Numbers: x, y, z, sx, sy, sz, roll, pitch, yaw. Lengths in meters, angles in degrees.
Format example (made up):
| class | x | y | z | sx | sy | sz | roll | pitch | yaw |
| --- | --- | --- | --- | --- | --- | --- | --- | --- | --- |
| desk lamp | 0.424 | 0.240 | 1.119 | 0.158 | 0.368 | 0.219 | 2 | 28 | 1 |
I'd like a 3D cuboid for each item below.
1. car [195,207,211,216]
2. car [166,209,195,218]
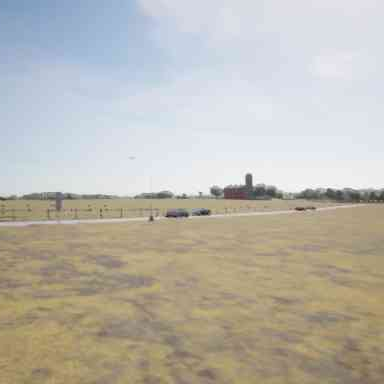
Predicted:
| class | x | y | z | sx | sy | sz | roll | pitch | yaw |
| --- | --- | --- | --- | --- | --- | --- | --- | --- | --- |
| car | 1.537 | 3.471 | 58.838 | 2.128 | 1.511 | 4.902 | -1 | -3 | 35 |
| car | -1.974 | 3.126 | 49.065 | 1.994 | 1.385 | 4.181 | -1 | -3 | 35 |
